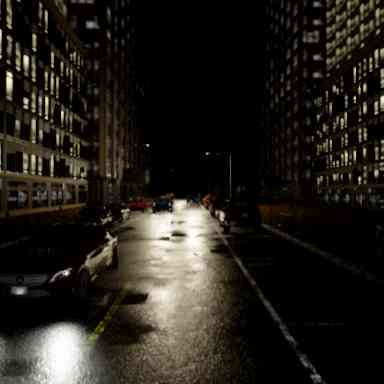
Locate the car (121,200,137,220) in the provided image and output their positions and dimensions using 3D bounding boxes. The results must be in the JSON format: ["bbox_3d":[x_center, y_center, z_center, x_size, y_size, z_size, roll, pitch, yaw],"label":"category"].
[{"bbox_3d":[-5.699,1.495,24.754,2.008,1.369,4.403,0,0,0],"label":"car"}]

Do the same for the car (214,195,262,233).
[{"bbox_3d":[2.685,1.272,19.220,2.192,1.841,5.009,0,0,0],"label":"car"}]

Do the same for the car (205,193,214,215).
[{"bbox_3d":[2.679,1.246,30.300,2.192,1.841,5.009,0,0,0],"label":"car"}]

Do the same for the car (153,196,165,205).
[{"bbox_3d":[-5.718,1.447,57.991,1.802,1.307,4.206,0,0,0],"label":"car"}]

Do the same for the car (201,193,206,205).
[{"bbox_3d":[2.673,1.220,41.378,2.192,1.841,5.009,0,0,0],"label":"car"}]

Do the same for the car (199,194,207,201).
[{"bbox_3d":[2.651,1.251,80.153,1.967,1.590,4.097,0,0,0],"label":"car"}]

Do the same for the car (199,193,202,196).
[{"bbox_3d":[2.657,1.404,69.075,1.947,1.339,4.313,0,0,0],"label":"car"}]

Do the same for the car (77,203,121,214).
[{"bbox_3d":[-5.696,1.523,19.216,1.947,1.339,4.313,0,0,0],"label":"car"}]

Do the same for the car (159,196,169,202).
[{"bbox_3d":[-5.724,1.421,69.070,1.802,1.307,4.206,0,0,0],"label":"car"}]

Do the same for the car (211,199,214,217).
[{"bbox_3d":[2.681,1.489,24.760,1.887,1.381,4.507,0,0,0],"label":"car"}]

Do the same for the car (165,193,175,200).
[{"bbox_3d":[-5.732,1.113,85.687,2.192,1.841,5.009,0,0,0],"label":"car"}]

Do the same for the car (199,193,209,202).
[{"bbox_3d":[2.655,1.140,74.613,2.192,1.841,5.009,0,0,0],"label":"car"}]

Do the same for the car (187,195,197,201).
[{"bbox_3d":[-0.038,1.268,71.184,1.994,1.385,4.181,0,0,0],"label":"car"}]

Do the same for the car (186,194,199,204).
[{"bbox_3d":[-0.032,1.383,61.176,1.812,1.442,4.674,0,0,0],"label":"car"}]

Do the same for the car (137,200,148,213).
[{"bbox_3d":[-5.705,1.500,35.834,1.802,1.307,4.206,0,0,0],"label":"car"}]

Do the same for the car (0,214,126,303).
[{"bbox_3d":[-3.095,1.507,8.293,1.812,1.442,4.674,0,0,0],"label":"car"}]

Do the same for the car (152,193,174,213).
[{"bbox_3d":[-3.022,1.269,35.552,2.097,1.767,4.553,0,0,0],"label":"car"}]
